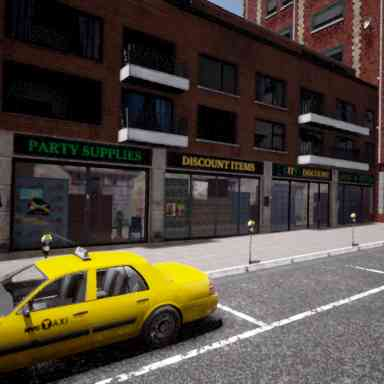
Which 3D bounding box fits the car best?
[{"bbox_3d":[-1.844,1.526,4.755,4.829,1.417,1.752,0,2,-35],"label":"car"}]
